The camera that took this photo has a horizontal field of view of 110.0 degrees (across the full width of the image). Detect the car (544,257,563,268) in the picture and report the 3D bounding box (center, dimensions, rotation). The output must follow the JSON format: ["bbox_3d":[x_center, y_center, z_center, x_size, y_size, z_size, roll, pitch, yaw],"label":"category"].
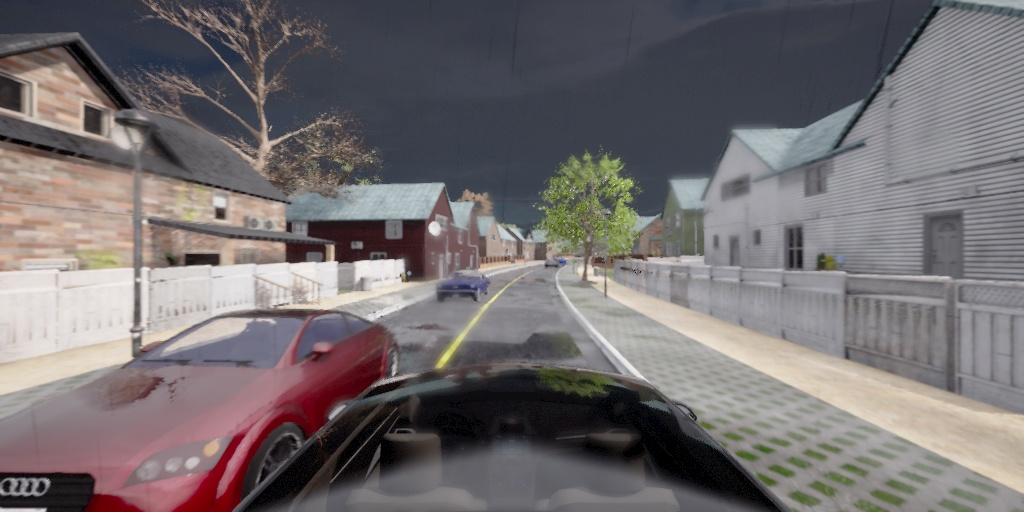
[{"bbox_3d":[6.163,1.077,54.946,1.994,1.385,4.181,0,1,13],"label":"car"}]

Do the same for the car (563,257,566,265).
[{"bbox_3d":[8.580,0.871,64.476,1.882,1.535,5.008,0,1,16],"label":"car"}]

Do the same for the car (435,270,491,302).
[{"bbox_3d":[-2.217,1.365,17.280,1.895,1.301,4.718,0,0,4],"label":"car"}]

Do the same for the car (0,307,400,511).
[{"bbox_3d":[-2.765,1.315,4.018,1.994,1.385,4.181,0,0,0],"label":"car"}]
